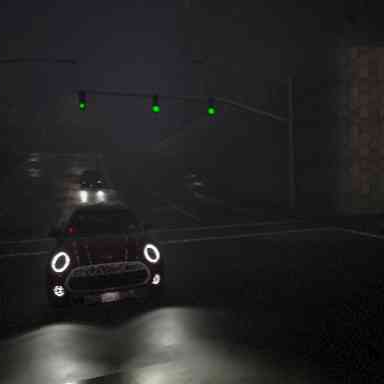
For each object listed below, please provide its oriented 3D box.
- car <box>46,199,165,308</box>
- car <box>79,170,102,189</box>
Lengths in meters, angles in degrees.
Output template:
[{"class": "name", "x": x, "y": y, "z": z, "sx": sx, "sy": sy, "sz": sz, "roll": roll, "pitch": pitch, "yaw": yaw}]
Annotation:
[{"class": "car", "x": -2.058, "y": 1.117, "z": 7.709, "sx": 2.097, "sy": 1.767, "sz": 4.553, "roll": -2, "pitch": 2, "yaw": -17}, {"class": "car", "x": -9.695, "y": -1.318, "z": 31.839, "sx": 1.812, "sy": 1.442, "sz": 4.674, "roll": -2, "pitch": 12, "yaw": -17}]
